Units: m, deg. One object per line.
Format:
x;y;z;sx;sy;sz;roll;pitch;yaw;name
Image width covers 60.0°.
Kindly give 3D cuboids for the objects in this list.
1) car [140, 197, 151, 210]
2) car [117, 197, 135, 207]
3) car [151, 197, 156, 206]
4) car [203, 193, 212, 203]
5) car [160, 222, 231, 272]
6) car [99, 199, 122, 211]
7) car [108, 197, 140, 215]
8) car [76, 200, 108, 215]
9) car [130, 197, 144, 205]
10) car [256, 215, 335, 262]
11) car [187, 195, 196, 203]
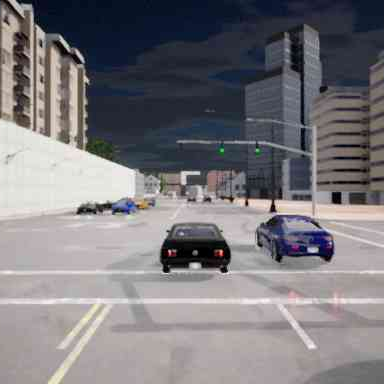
-7.136;1.562;44.769;1.882;1.535;5.008;0;0;0;car
-10.617;1.607;53.932;1.837;1.490;4.892;0;0;0;car
-7.108;1.596;55.206;2.128;1.511;4.902;0;0;1;car
3.413;1.643;75.498;1.837;1.490;4.892;0;0;0;car
0.085;1.622;10.827;1.895;1.301;4.718;0;0;0;car
-10.642;1.684;43.780;1.895;1.301;4.718;0;0;0;car
-7.133;1.545;35.311;1.882;1.535;5.008;0;0;0;car
-10.632;1.630;35.021;1.994;1.385;4.181;0;0;0;car
-10.574;1.647;64.089;1.812;1.442;4.674;0;0;0;car
3.585;1.549;12.167;1.812;1.442;4.674;0;0;0;car
-0.087;1.499;75.566;2.097;1.767;4.553;0;0;0;car
